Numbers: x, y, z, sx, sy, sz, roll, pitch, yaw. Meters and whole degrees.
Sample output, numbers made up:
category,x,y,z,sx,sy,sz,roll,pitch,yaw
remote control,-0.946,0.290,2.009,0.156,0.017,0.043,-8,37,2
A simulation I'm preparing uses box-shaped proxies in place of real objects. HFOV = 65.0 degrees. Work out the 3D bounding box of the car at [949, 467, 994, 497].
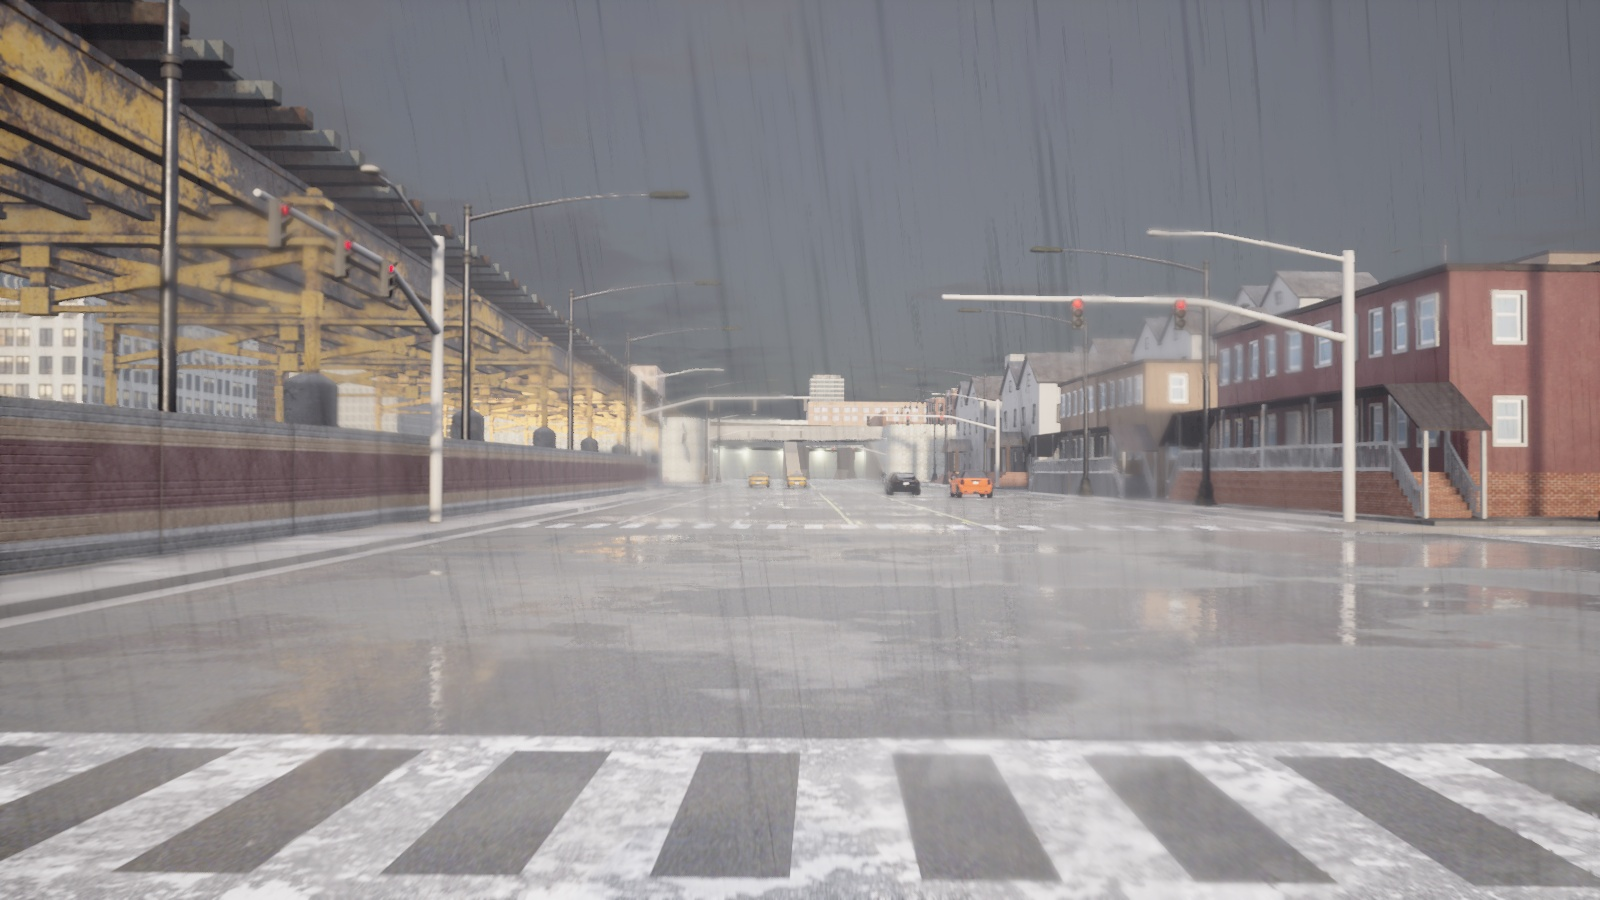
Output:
category,x,y,z,sx,sy,sz,roll,pitch,yaw
car,10.330,1.904,76.011,2.097,1.767,4.553,0,-1,0

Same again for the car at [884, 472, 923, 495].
category,x,y,z,sx,sy,sz,roll,pitch,yaw
car,6.815,2.175,82.903,2.163,1.488,4.792,0,-1,0
